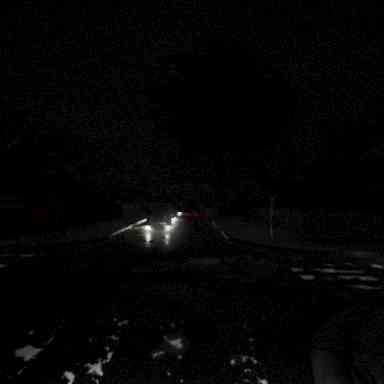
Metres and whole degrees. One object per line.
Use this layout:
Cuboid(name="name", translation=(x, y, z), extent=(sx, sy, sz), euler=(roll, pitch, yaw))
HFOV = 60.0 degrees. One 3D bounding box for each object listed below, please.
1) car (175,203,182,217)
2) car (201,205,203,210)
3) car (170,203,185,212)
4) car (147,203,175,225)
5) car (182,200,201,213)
Cuboid(name="car", translation=(-2.822, 2.337, 42.515), extent=(2.128, 1.511, 4.902), euler=(0, -1, 0))
Cuboid(name="car", translation=(0.922, 2.944, 64.713), extent=(1.994, 1.385, 4.181), euler=(0, -2, 13))
Cuboid(name="car", translation=(-2.554, 2.711, 58.563), extent=(2.128, 1.511, 4.902), euler=(0, -2, 4))
Cuboid(name="car", translation=(-2.845, 2.032, 29.859), extent=(1.882, 1.535, 5.008), euler=(0, -1, 0))
Cuboid(name="car", translation=(0.017, 2.333, 54.160), extent=(2.150, 2.045, 5.566), euler=(0, -1, 1))
